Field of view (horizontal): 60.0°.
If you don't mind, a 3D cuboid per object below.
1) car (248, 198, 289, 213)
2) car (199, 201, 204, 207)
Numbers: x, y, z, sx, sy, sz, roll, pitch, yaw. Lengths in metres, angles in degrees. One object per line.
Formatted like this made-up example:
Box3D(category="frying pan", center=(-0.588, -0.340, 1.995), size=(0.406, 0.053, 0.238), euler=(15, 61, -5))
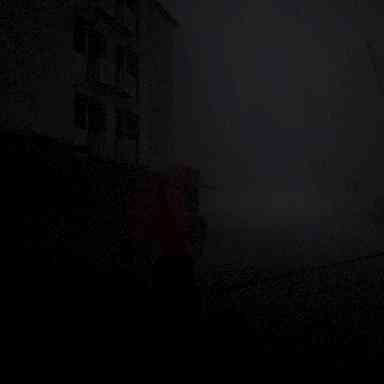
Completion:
Box3D(category="car", center=(8.493, 1.478, 37.324), size=(1.882, 1.535, 5.008), euler=(0, 0, -36))
Box3D(category="car", center=(-0.424, 1.548, 49.831), size=(2.033, 1.411, 5.357), euler=(0, 0, -35))
